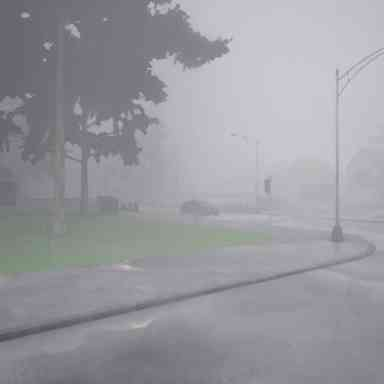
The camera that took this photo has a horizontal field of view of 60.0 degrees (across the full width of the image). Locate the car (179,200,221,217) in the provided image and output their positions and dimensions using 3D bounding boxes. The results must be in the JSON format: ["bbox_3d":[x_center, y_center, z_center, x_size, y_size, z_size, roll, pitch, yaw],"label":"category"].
[{"bbox_3d":[0.675,1.503,31.387,1.837,1.490,4.892,0,1,-36],"label":"car"}]
